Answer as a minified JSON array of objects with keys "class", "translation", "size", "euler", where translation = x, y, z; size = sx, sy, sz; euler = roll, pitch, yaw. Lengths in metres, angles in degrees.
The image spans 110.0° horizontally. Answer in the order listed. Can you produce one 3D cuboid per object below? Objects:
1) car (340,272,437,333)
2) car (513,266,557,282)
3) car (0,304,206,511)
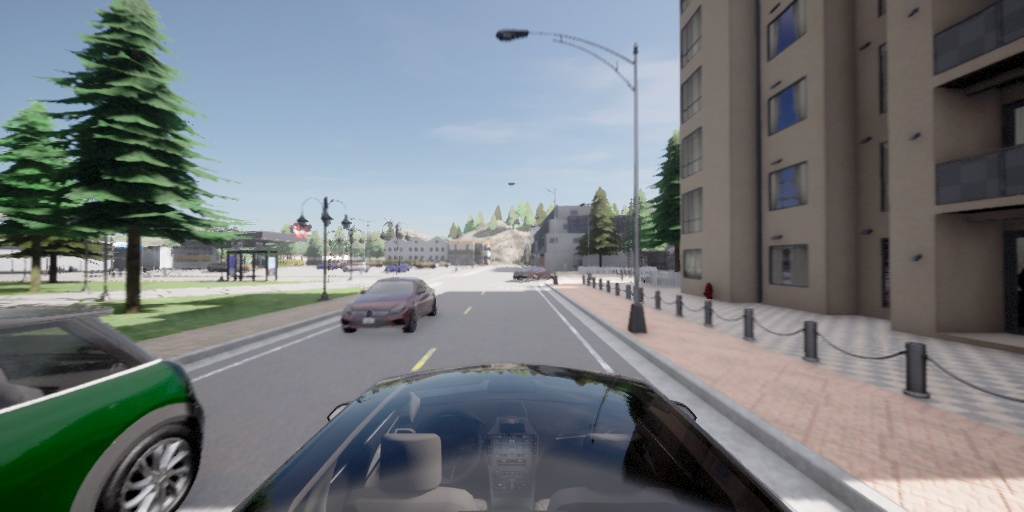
[{"class":"car","translation":[-3.591,1.396,11.319],"size":[1.812,1.442,4.674],"euler":[0,-1,0]},{"class":"car","translation":[2.317,1.717,35.117],"size":[2.033,1.411,5.357],"euler":[-1,-1,38]},{"class":"car","translation":[-3.599,1.094,1.026],"size":[2.097,1.767,4.553],"euler":[0,-1,0]}]
